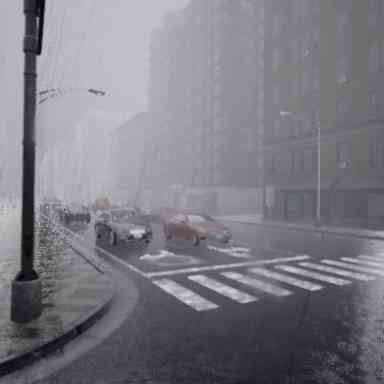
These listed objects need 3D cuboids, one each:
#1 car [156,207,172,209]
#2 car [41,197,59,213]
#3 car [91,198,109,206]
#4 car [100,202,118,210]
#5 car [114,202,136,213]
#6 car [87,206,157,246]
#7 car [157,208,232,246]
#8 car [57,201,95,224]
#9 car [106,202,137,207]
[{"bbox_3d":[-2.443,1.960,28.584,1.994,1.385,4.181,1,-1,-29],"label":"car"},{"bbox_3d":[-19.612,1.770,46.254,2.150,2.045,5.566,1,-1,-29],"label":"car"},{"bbox_3d":[-13.908,1.886,49.535,2.150,2.045,5.566,1,-1,-28],"label":"car"},{"bbox_3d":[-14.173,2.345,56.627,1.994,1.385,4.181,1,-1,-29],"label":"car"},{"bbox_3d":[-10.000,2.190,49.069,1.837,1.490,4.892,1,-1,-28],"label":"car"},{"bbox_3d":[-3.502,1.674,16.555,2.128,1.511,4.902,1,-1,-29],"label":"car"},{"bbox_3d":[0.109,1.740,16.714,1.812,1.442,4.674,1,-1,-29],"label":"car"},{"bbox_3d":[-10.103,1.814,28.644,1.882,1.535,5.008,1,-1,-29],"label":"car"},{"bbox_3d":[-4.858,1.808,25.816,1.882,1.535,5.008,1,-1,-29],"label":"car"}]
